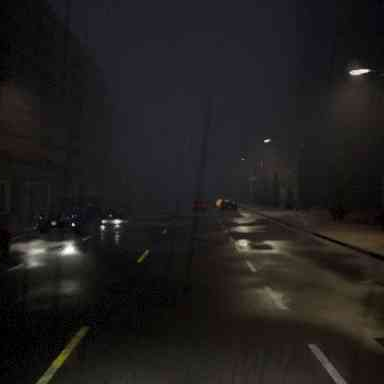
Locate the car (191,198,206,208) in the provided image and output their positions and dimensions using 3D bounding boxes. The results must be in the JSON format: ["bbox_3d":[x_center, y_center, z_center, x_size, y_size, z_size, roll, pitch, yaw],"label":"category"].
[{"bbox_3d":[1.000,1.600,50.179,2.033,1.411,5.357,0,0,1],"label":"car"}]

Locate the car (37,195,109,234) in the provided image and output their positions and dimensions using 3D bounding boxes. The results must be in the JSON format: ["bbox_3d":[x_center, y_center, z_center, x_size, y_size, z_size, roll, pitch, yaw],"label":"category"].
[{"bbox_3d":[-6.879,1.226,19.480,2.150,2.045,5.566,0,0,2],"label":"car"}]

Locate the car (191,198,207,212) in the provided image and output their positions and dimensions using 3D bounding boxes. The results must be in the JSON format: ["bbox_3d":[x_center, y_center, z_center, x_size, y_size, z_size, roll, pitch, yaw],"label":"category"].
[{"bbox_3d":[0.825,1.584,39.499,2.033,1.411,5.357,0,0,1],"label":"car"}]

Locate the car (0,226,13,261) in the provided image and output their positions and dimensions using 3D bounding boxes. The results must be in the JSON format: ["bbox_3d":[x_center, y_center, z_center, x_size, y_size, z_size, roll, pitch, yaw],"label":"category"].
[{"bbox_3d":[-7.040,1.516,9.570,1.812,1.442,4.674,0,0,1],"label":"car"}]

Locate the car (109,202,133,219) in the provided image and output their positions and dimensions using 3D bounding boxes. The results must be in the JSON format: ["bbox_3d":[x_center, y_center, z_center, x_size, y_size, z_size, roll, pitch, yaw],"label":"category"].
[{"bbox_3d":[-6.614,1.567,29.940,2.033,1.411,5.357,0,0,2],"label":"car"}]

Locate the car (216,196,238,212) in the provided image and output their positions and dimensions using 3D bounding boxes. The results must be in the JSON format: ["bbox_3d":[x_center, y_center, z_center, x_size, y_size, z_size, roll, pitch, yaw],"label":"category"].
[{"bbox_3d":[4.335,1.531,39.895,2.128,1.511,4.902,0,0,1],"label":"car"}]

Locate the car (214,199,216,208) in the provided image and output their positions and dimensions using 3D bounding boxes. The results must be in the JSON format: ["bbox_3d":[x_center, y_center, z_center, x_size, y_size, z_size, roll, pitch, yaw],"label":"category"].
[{"bbox_3d":[4.493,1.404,49.968,2.097,1.767,4.553,0,0,2],"label":"car"}]
